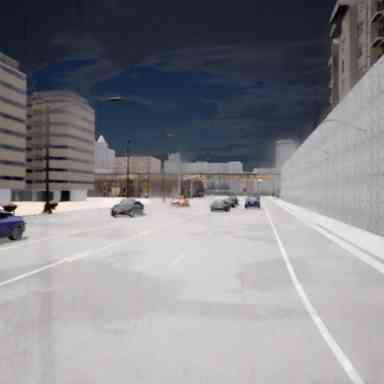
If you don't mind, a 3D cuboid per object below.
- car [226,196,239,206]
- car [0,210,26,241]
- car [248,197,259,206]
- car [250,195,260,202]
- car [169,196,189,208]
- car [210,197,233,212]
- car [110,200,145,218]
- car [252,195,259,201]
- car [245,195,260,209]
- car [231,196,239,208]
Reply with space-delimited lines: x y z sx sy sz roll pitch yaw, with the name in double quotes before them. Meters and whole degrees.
"car" 7.065 1.529 57.353 1.837 1.490 4.892 0 0 11
"car" -8.924 1.466 13.755 1.812 1.442 4.674 0 1 11
"car" 10.490 1.572 56.632 1.812 1.442 4.674 0 0 11
"car" 14.817 1.591 78.219 2.128 1.511 4.902 0 0 11
"car" -1.812 1.323 48.884 2.097 1.767 4.553 0 0 12
"car" 3.330 1.571 38.709 1.994 1.385 4.181 0 0 11
"car" -5.667 1.461 29.929 1.837 1.490 4.892 0 -1 11
"car" 17.637 1.579 92.285 1.837 1.490 4.892 0 0 11
"car" 8.519 1.389 46.794 2.097 1.767 4.553 0 0 11
"car" 5.237 1.580 48.236 1.994 1.385 4.181 0 0 11
